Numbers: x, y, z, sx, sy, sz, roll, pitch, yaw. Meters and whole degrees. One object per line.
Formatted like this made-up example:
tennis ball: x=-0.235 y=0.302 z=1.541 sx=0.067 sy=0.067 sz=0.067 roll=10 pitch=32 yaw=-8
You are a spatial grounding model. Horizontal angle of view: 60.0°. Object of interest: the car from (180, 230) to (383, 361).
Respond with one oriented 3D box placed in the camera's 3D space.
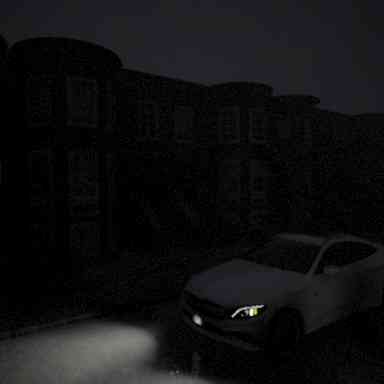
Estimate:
car: x=1.997 y=1.458 z=5.930 sx=4.674 sy=1.442 sz=1.812 roll=-1 pitch=0 yaw=-34
